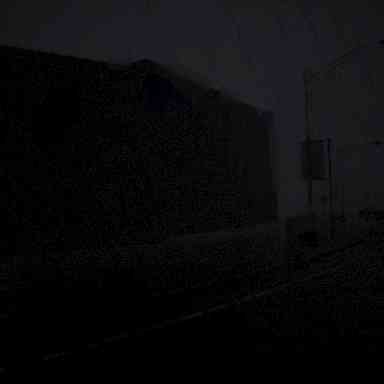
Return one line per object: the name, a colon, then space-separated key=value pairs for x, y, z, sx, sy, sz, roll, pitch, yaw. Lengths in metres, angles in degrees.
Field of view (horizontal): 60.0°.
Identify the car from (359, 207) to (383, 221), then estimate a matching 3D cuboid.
car: x=20.545 y=2.450 z=37.921 sx=1.882 sy=1.535 sz=5.008 roll=-3 pitch=-3 yaw=12
